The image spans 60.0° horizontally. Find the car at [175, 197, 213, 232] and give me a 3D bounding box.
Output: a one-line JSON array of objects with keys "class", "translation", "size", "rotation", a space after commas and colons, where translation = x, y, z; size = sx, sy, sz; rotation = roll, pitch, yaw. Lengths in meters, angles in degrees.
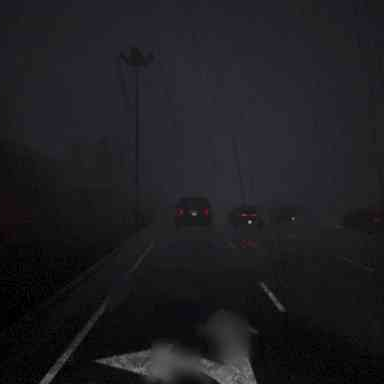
[{"class": "car", "translation": [0.092, 1.327, 21.059], "size": [2.150, 2.045, 5.566], "rotation": [0, 0, 0]}]

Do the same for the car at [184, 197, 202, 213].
[{"class": "car", "translation": [0.099, 1.551, 40.092], "size": [2.097, 1.767, 4.553], "rotation": [0, 0, 0]}]

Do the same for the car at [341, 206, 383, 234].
[{"class": "car", "translation": [10.600, 1.663, 19.836], "size": [1.994, 1.385, 4.181], "rotation": [0, 0, 0]}]

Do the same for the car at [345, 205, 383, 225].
[{"class": "car", "translation": [14.100, 1.731, 26.194], "size": [1.895, 1.301, 4.718], "rotation": [0, 0, 0]}]

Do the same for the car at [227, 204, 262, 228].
[{"class": "car", "translation": [3.600, 1.621, 23.123], "size": [1.837, 1.490, 4.892], "rotation": [0, 0, 0]}]

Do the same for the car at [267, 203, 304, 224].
[{"class": "car", "translation": [7.098, 1.633, 25.694], "size": [1.837, 1.490, 4.892], "rotation": [0, 0, 0]}]
